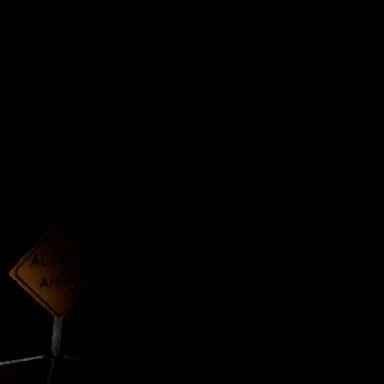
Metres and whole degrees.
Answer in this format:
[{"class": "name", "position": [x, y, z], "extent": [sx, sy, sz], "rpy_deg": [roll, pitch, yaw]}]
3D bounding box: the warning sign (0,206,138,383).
[{"class": "warning sign", "position": [-1.563, 1.147, 3.966], "extent": [1.060, 1.860, 1.300], "rpy_deg": [4, -1, 34]}]
